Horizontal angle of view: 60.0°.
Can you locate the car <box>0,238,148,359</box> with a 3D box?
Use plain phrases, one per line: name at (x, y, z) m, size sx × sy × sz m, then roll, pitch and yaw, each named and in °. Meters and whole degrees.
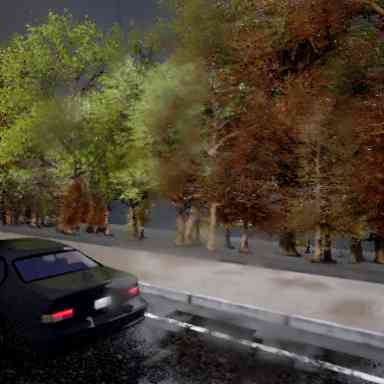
car at (-3.261, 1.570, 6.010) m, size 5.357 × 1.411 × 2.033 m, roll 0°, pitch 0°, yaw 35°
